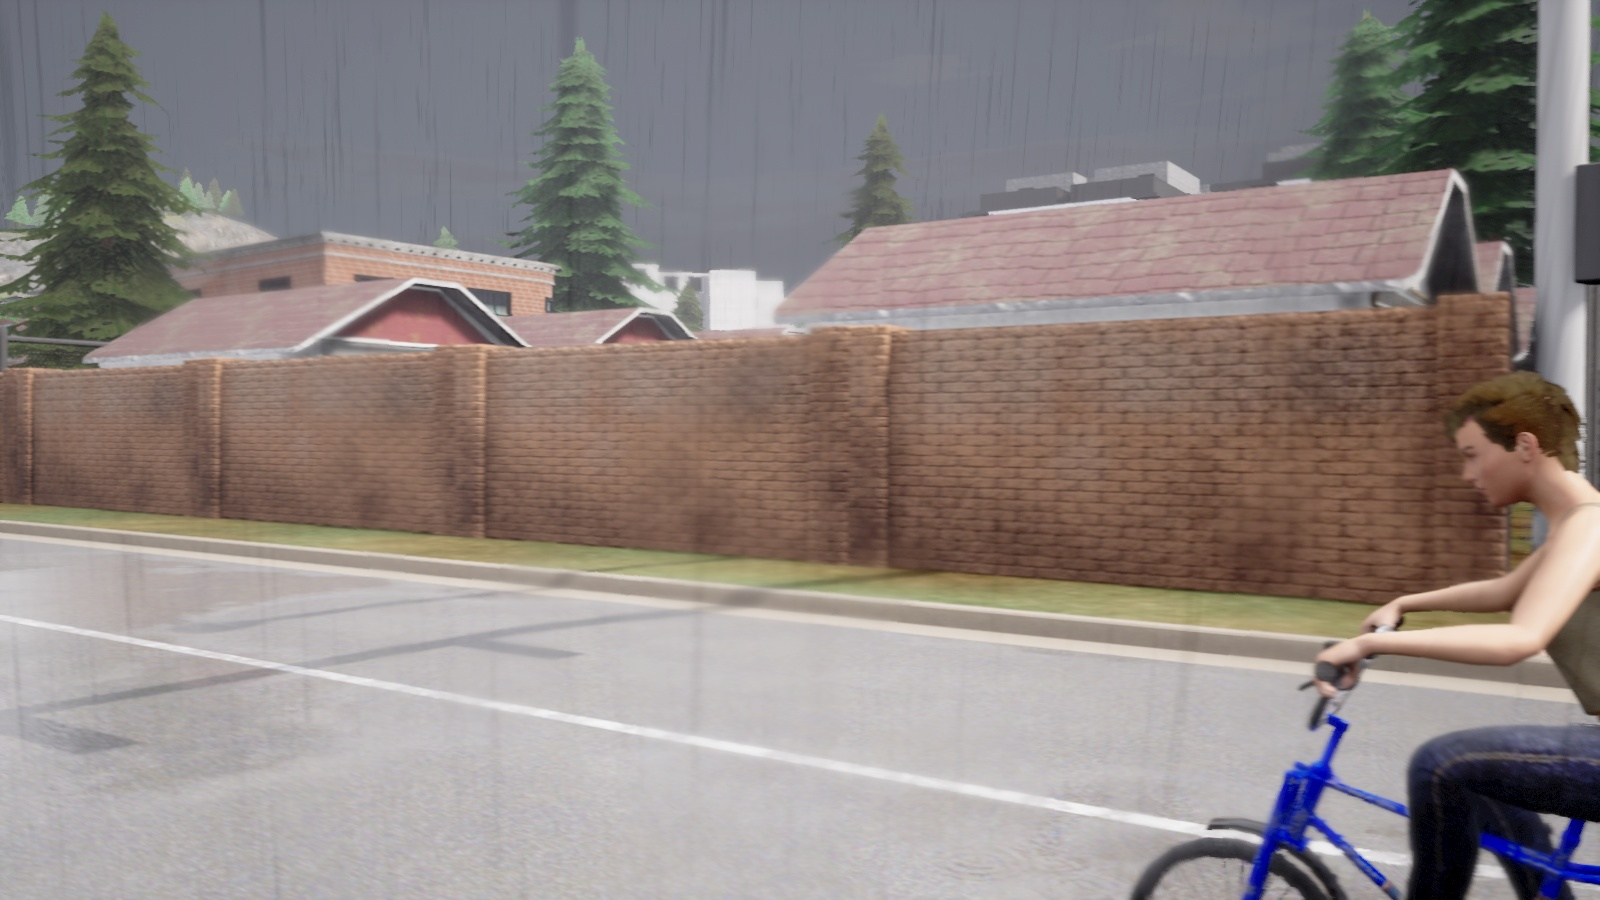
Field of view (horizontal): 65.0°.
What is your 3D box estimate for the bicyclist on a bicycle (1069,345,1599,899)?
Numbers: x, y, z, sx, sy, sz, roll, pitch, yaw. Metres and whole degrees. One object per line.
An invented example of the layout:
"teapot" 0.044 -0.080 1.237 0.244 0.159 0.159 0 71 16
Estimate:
"bicyclist on a bicycle" 1.456 0.619 2.650 1.509 1.612 0.866 0 1 34
